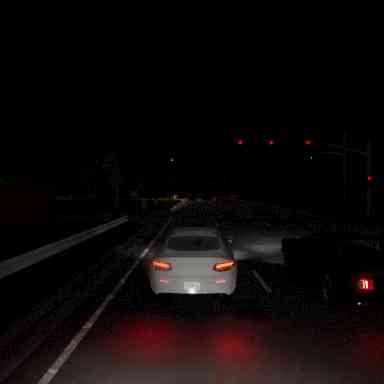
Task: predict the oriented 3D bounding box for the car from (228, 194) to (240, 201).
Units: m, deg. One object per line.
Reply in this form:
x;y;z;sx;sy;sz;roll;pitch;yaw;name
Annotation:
10.512;1.469;80.773;1.882;1.535;5.008;0;0;0;car

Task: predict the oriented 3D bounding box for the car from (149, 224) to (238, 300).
0.075;1.526;8.297;1.812;1.442;4.674;0;0;2;car

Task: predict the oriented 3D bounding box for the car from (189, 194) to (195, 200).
0.013;1.332;91.194;1.837;1.490;4.892;0;0;0;car

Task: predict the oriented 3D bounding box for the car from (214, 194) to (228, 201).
7.012;1.348;81.160;2.097;1.767;4.553;0;0;0;car

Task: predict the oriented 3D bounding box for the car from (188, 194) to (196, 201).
0.012;1.531;80.775;2.033;1.411;5.357;0;0;0;car

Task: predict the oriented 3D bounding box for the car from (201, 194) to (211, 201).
3.512;1.348;81.161;2.097;1.767;4.553;0;0;0;car

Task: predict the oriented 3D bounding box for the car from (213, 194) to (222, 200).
7.013;1.357;91.193;2.128;1.511;4.902;0;0;0;car

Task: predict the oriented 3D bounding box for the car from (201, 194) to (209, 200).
3.513;1.357;91.194;2.128;1.511;4.902;0;0;0;car

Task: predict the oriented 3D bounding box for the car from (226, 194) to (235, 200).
10.513;1.310;91.193;1.882;1.535;5.008;0;0;0;car

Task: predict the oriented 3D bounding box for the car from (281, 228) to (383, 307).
3.564;1.601;7.906;1.895;1.301;4.718;0;0;0;car
